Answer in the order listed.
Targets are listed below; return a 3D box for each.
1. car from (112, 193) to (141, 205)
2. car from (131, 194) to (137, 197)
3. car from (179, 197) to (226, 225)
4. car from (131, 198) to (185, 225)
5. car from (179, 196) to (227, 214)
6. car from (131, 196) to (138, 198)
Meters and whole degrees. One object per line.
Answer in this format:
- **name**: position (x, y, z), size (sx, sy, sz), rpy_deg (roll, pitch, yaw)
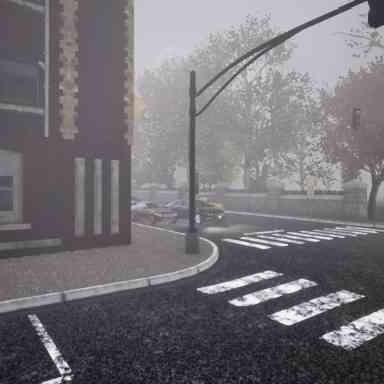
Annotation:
- **car**: position (-8.693, 0.864, 43.860), size (2.008, 1.369, 4.403), rpy_deg (1, 0, -36)
- **car**: position (-5.705, 1.029, 29.816), size (1.837, 1.490, 4.892), rpy_deg (0, 1, -36)
- **car**: position (0.145, 1.207, 21.668), size (1.837, 1.490, 4.892), rpy_deg (0, 1, -39)
- **car**: position (-2.523, 1.257, 21.004), size (1.802, 1.307, 4.206), rpy_deg (2, 0, -36)
- **car**: position (0.934, 1.129, 30.532), size (1.752, 1.417, 4.829), rpy_deg (1, 0, -36)
- **car**: position (-5.764, 1.158, 25.492), size (1.802, 1.307, 4.206), rpy_deg (2, 0, -36)
